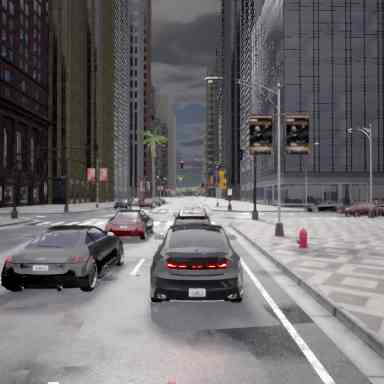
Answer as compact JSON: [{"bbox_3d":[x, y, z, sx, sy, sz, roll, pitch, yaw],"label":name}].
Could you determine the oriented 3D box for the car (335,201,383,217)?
[{"bbox_3d":[15.281,1.576,29.274,4.206,1.307,1.802,0,0,-1],"label":"car"}]

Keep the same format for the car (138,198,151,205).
[{"bbox_3d":[-9.834,1.929,68.919,1.994,1.385,4.181,0,0,0],"label":"car"}]

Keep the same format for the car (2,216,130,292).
[{"bbox_3d":[-3.166,1.576,9.010,1.994,1.385,4.181,0,0,1],"label":"car"}]

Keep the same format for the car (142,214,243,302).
[{"bbox_3d":[0.091,1.515,8.234,1.837,1.490,4.892,0,0,0],"label":"car"}]

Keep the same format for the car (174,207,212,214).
[{"bbox_3d":[0.029,1.530,17.556,2.128,1.511,4.902,0,0,0],"label":"car"}]

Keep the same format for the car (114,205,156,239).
[{"bbox_3d":[-3.170,1.601,17.409,1.994,1.385,4.181,0,0,0],"label":"car"}]

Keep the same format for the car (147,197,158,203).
[{"bbox_3d":[-9.851,2.013,83.376,2.033,1.411,5.357,0,0,0],"label":"car"}]

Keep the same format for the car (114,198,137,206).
[{"bbox_3d":[-9.908,1.766,48.340,2.033,1.411,5.357,0,0,0],"label":"car"}]

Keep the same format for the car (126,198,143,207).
[{"bbox_3d":[-9.902,1.776,57.894,2.128,1.511,4.902,0,0,0],"label":"car"}]

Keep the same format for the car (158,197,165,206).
[{"bbox_3d":[-6.642,1.653,60.106,2.097,1.767,4.553,0,0,0],"label":"car"}]

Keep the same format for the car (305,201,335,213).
[{"bbox_3d":[15.140,1.661,37.797,4.313,1.339,1.947,0,0,-1],"label":"car"}]

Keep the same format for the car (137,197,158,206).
[{"bbox_3d":[-6.656,1.707,50.068,1.882,1.535,5.008,0,0,0],"label":"car"}]

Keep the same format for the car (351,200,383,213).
[{"bbox_3d":[20.779,1.642,37.892,4.313,1.339,1.947,0,0,-1],"label":"car"}]
